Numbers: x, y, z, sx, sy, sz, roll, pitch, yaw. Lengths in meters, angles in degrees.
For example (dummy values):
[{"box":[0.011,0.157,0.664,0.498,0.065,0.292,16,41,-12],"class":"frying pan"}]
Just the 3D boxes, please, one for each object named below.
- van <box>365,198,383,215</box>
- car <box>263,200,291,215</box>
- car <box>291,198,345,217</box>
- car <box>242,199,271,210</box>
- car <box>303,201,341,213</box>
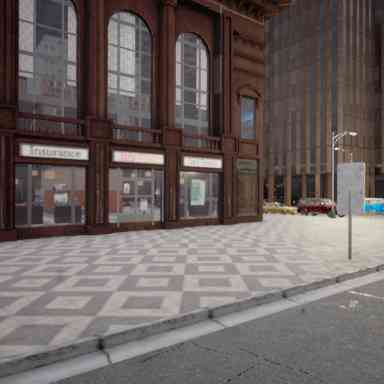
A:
[{"box":[19.673,1.588,37.597,1.690,1.788,3.998,-1,0,-35],"class":"van"},{"box":[9.570,1.797,37.136,1.752,1.417,4.829,0,0,-35],"class":"car"},{"box":[12.710,1.521,32.679,2.192,1.841,5.009,0,0,-35],"class":"car"},{"box":[9.956,1.890,51.388,1.967,1.590,4.097,-1,0,-35],"class":"car"},{"box":[16.437,1.896,42.193,1.802,1.307,4.206,-1,0,-35],"class":"car"}]
